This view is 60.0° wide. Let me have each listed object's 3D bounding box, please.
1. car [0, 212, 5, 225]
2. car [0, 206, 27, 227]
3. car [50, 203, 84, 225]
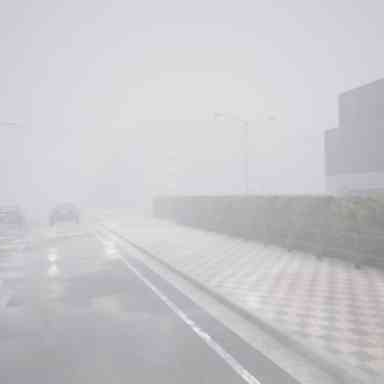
[{"bbox_3d":[-8.014,1.689,11.522,1.837,1.490,4.892,-1,0,-22],"label":"car"},{"bbox_3d":[-13.793,1.829,25.406,2.128,1.511,4.902,-1,0,-23],"label":"car"},{"bbox_3d":[-10.007,1.630,26.844,2.097,1.767,4.553,-1,0,-13],"label":"car"}]
